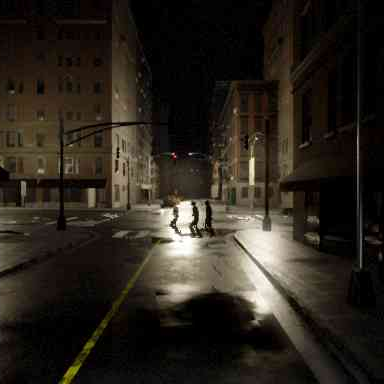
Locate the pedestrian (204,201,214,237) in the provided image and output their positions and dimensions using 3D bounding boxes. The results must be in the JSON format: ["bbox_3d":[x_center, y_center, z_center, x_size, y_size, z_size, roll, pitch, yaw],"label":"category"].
[{"bbox_3d":[0.833,1.289,16.460,0.375,1.860,0.375,0,0,0],"label":"pedestrian"}]

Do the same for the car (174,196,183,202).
[{"bbox_3d":[-2.920,1.554,73.488,1.895,1.301,4.718,0,0,0],"label":"car"}]

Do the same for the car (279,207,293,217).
[{"bbox_3d":[10.979,1.792,32.618,4.718,1.301,1.895,1,0,0],"label":"car"}]

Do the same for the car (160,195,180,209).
[{"bbox_3d":[-3.056,1.334,44.229,2.097,1.767,4.553,0,0,-1],"label":"car"}]

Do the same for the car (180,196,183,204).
[{"bbox_3d":[-3.043,1.323,57.674,2.097,1.767,4.553,0,0,0],"label":"car"}]

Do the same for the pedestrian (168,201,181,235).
[{"bbox_3d":[-0.893,1.287,17.060,0.375,1.860,0.375,0,0,0],"label":"pedestrian"}]

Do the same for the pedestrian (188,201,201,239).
[{"bbox_3d":[0.098,1.290,15.764,0.375,1.860,0.375,0,0,0],"label":"pedestrian"}]
